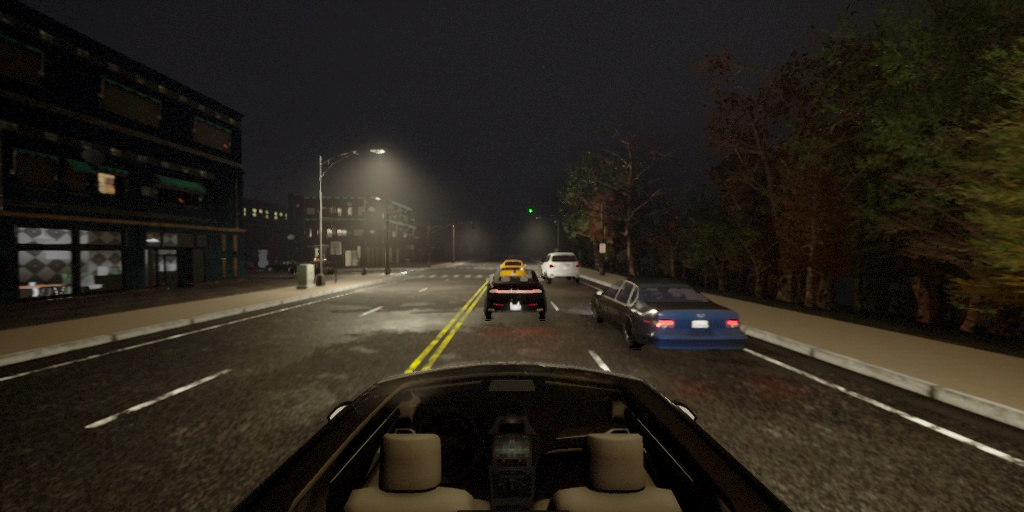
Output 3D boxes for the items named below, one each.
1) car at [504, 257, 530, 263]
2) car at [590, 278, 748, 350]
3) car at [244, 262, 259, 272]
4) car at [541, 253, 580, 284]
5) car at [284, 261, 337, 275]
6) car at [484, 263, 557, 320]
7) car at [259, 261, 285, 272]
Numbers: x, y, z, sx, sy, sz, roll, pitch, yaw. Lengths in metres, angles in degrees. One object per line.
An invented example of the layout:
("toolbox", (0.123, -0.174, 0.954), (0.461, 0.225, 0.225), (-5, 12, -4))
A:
("car", (0.093, 1.043, 26.729), (1.882, 1.535, 5.008), (0, 0, 0))
("car", (3.347, 1.244, 8.888), (2.033, 1.411, 5.357), (0, 0, 0))
("car", (-33.826, 1.342, 44.672), (4.207, 1.307, 1.802), (0, 0, 0))
("car", (3.345, 0.797, 25.320), (2.150, 2.045, 5.566), (0, 0, 0))
("car", (-19.956, 1.313, 36.156), (4.313, 1.339, 1.948), (0, 0, 0))
("car", (0.098, 1.164, 12.148), (2.128, 1.511, 4.902), (0, 0, 0))
("car", (-28.291, 1.247, 44.666), (4.403, 1.370, 2.007), (0, 0, 0))
